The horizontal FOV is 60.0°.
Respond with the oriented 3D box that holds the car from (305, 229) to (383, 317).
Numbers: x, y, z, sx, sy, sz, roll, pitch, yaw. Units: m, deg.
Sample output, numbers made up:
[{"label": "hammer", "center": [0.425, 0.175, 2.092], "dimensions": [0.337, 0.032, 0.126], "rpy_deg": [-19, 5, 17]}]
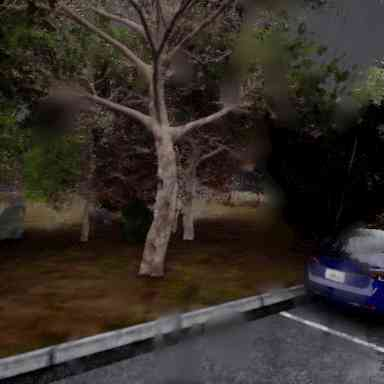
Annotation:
[{"label": "car", "center": [4.524, 1.568, 7.266], "dimensions": [4.792, 1.488, 2.163], "rpy_deg": [1, 1, -33]}]
